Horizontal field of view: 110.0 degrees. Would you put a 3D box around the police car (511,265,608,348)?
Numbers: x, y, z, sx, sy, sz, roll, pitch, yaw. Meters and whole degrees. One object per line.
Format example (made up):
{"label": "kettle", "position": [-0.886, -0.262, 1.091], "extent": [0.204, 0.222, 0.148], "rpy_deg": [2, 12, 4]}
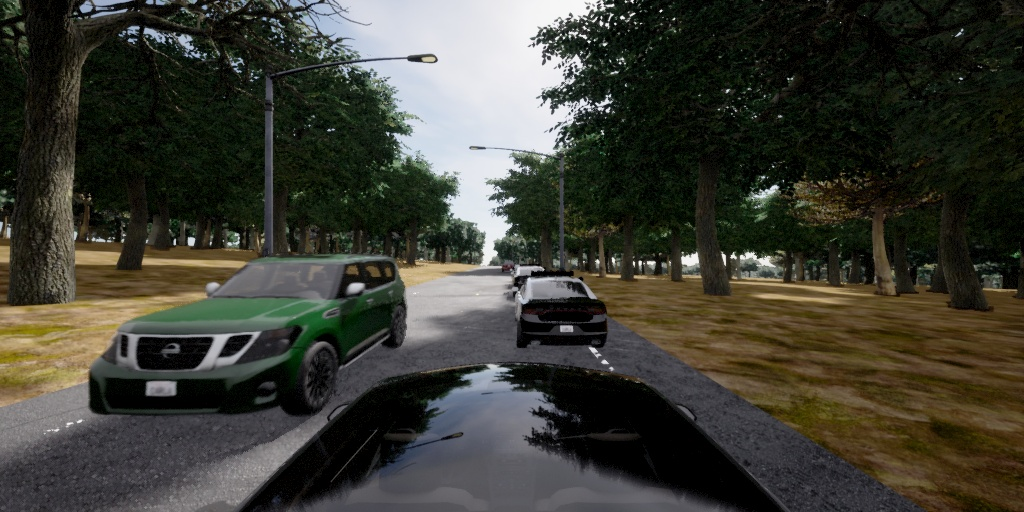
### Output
{"label": "police car", "position": [1.033, 1.190, 9.426], "extent": [1.930, 1.638, 5.238], "rpy_deg": [0, 0, 0]}

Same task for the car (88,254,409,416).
{"label": "car", "position": [-3.514, 0.979, 6.347], "extent": [2.150, 2.045, 5.566], "rpy_deg": [0, 0, 0]}

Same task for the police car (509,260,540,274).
{"label": "police car", "position": [0.966, 1.219, 19.440], "extent": [1.930, 1.638, 5.238], "rpy_deg": [-1, 0, 0]}

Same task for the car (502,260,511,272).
{"label": "car", "position": [-0.421, 1.402, 51.669], "extent": [2.097, 1.767, 4.553], "rpy_deg": [0, -1, -1]}
